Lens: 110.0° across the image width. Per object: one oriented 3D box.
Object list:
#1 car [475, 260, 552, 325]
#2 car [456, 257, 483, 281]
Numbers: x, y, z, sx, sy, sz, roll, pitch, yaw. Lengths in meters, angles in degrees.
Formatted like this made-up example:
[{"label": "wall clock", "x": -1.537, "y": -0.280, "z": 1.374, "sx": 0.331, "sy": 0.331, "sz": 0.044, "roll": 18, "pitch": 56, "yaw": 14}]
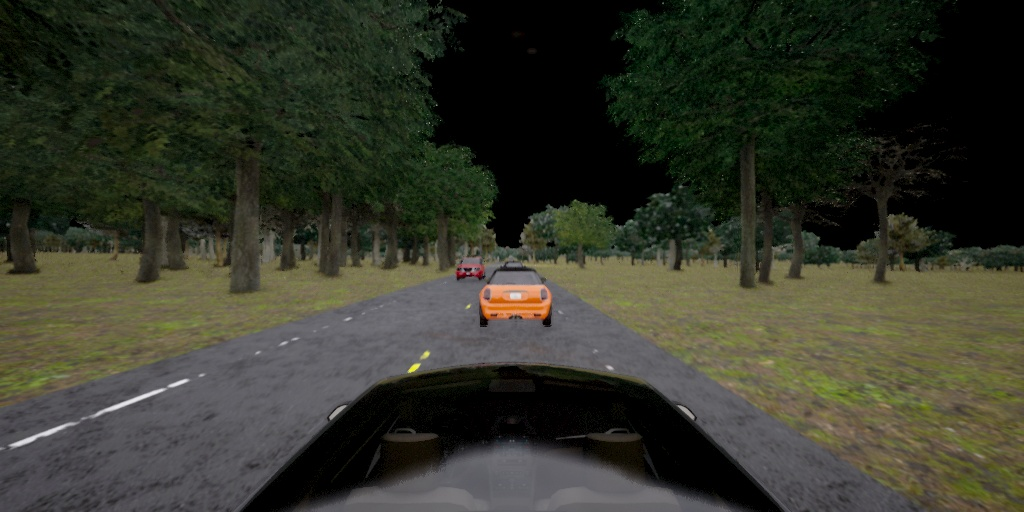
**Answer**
[{"label": "car", "x": 0.100, "y": 1.128, "z": 12.001, "sx": 2.097, "sy": 1.767, "sz": 4.553, "roll": 0, "pitch": 0, "yaw": 0}, {"label": "car", "x": -3.582, "y": 1.082, "z": 31.885, "sx": 2.150, "sy": 2.045, "sz": 5.566, "roll": 0, "pitch": 0, "yaw": 0}]
